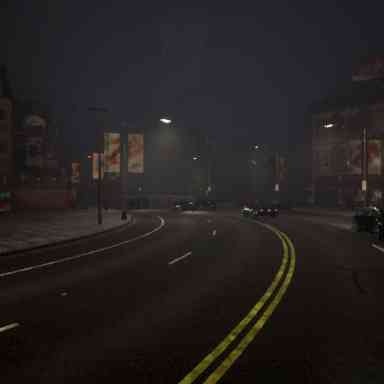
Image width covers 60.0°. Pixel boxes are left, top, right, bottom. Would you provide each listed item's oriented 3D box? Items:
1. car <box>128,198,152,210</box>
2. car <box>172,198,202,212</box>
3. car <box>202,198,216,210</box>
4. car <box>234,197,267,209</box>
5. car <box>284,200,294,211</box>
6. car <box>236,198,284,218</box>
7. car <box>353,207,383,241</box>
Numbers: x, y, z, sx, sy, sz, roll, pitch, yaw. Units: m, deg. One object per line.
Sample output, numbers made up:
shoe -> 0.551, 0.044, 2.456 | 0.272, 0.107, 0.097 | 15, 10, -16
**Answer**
car -> -6.947, 1.502, 43.671 | 1.837, 1.490, 4.892 | 0, -1, -31
car -> -0.854, 1.557, 39.265 | 1.994, 1.385, 4.181 | 0, 0, -24
car -> 1.373, 1.498, 43.036 | 1.837, 1.490, 4.892 | 0, 0, -26
car -> 7.843, 1.511, 45.066 | 2.002, 1.452, 4.674 | 0, 0, -26
car -> 10.156, 1.586, 39.823 | 1.895, 1.301, 4.718 | 0, 0, -16
car -> 5.890, 1.541, 29.710 | 2.033, 1.411, 5.357 | 0, 0, -10
car -> 9.589, 1.487, 16.583 | 2.128, 1.511, 4.902 | 0, 0, 9
